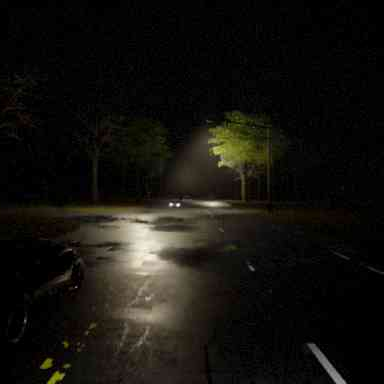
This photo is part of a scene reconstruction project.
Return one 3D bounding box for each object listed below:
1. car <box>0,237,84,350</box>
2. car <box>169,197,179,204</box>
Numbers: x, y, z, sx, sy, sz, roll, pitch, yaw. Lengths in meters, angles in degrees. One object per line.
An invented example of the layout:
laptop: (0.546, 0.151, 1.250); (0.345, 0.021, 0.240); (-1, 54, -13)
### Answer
car: (-3.499, 1.559, 6.053); (1.994, 1.385, 4.181); (0, 0, 0)
car: (-3.543, 1.645, 67.505); (1.895, 1.301, 4.718); (0, 0, 0)
